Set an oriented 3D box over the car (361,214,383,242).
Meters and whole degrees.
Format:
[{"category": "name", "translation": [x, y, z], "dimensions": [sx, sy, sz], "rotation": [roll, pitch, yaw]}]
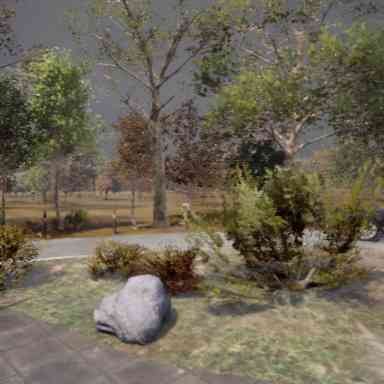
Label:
[{"category": "car", "translation": [6.695, 0.609, 9.664], "dimensions": [4.892, 1.490, 1.837], "rotation": [-4, -1, 30]}]
